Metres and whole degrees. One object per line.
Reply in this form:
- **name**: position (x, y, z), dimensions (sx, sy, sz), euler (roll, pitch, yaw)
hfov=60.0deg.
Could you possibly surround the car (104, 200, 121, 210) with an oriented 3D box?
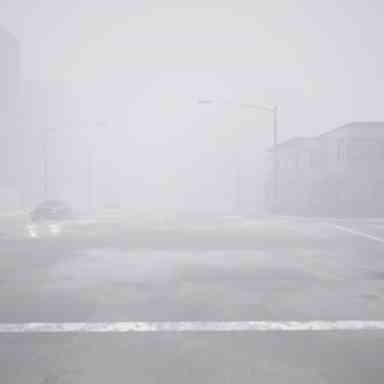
- **car**: position (-12.302, 1.945, 51.743), dimensions (1.882, 1.535, 5.008), euler (0, -1, -2)

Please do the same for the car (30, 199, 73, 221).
- **car**: position (-11.286, 1.386, 26.998), dimensions (2.097, 1.767, 4.553), euler (0, -1, -2)
